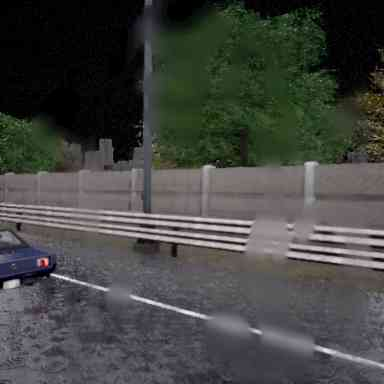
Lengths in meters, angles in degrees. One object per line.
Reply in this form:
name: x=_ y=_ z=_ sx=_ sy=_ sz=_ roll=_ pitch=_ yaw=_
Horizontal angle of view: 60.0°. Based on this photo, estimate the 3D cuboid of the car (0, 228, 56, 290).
car: x=-5.324 y=1.481 z=7.796 sx=4.718 sy=1.301 sz=1.895 roll=1 pitch=1 yaw=36
